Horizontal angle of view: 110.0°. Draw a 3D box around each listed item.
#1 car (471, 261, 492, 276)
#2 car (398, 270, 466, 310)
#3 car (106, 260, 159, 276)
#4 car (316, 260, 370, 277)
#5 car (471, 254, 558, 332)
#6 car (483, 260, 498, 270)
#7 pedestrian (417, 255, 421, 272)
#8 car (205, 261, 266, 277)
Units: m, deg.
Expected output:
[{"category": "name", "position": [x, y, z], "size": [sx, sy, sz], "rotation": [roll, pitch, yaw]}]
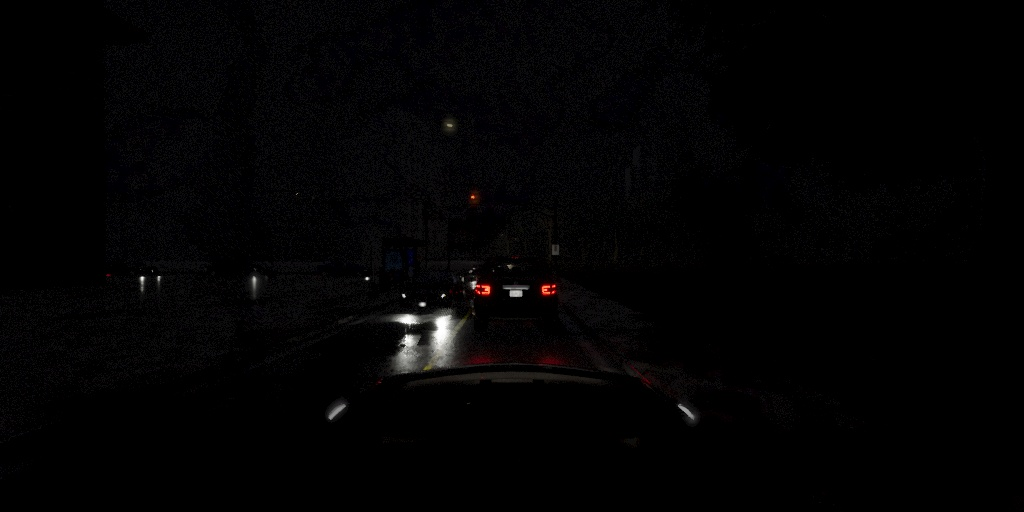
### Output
[{"category": "car", "position": [-3.087, 1.243, 37.656], "size": [1.812, 1.442, 4.674], "rotation": [0, 0, 0]}, {"category": "car", "position": [-3.094, 1.292, 15.070], "size": [2.033, 1.411, 5.357], "rotation": [0, 0, 0]}, {"category": "car", "position": [-35.716, 1.146, 33.263], "size": [4.892, 1.490, 1.837], "rotation": [0, 1, 2]}, {"category": "car", "position": [-15.157, 1.176, 32.728], "size": [5.008, 1.535, 1.882], "rotation": [0, 0, 0]}, {"category": "car", "position": [0.099, 0.968, 11.039], "size": [2.150, 2.045, 5.566], "rotation": [0, 0, 0]}, {"category": "car", "position": [-3.076, 1.258, 52.494], "size": [1.994, 1.385, 4.181], "rotation": [0, 0, 0]}, {"category": "pedestrian", "position": [-10.071, 0.800, 38.828], "size": [0.375, 1.860, 0.375], "rotation": [0, 0, 1]}, {"category": "car", "position": [-25.343, 1.175, 32.986], "size": [4.892, 1.490, 1.837], "rotation": [0, 1, 1]}]
